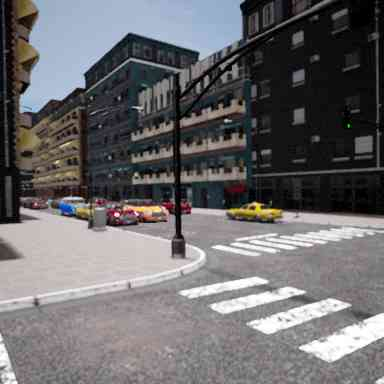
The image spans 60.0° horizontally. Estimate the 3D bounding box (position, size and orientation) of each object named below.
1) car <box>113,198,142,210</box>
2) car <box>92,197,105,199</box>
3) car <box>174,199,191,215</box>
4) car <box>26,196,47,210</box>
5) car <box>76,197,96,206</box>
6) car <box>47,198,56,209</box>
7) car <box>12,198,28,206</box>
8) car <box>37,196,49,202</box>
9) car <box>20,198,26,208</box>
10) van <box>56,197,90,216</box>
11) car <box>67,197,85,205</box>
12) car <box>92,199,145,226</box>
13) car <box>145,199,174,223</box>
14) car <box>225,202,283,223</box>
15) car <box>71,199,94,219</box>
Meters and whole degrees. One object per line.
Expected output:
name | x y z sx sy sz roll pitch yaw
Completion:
car | -8.289 1.529 42.594 2.008 1.369 4.403 -1 1 -36
car | -14.728 1.449 51.598 1.967 1.590 4.097 -1 1 -36
car | -1.855 1.388 33.588 1.967 1.590 4.097 -1 1 -36
car | -21.545 1.600 46.726 1.967 1.590 4.097 -1 1 -36
car | -17.944 1.591 56.101 1.947 1.339 4.313 -1 1 -36
car | -18.517 1.655 47.075 2.033 1.411 5.357 -1 1 -35
car | -31.197 1.754 60.234 1.887 1.381 4.507 -1 1 -36
car | -37.253 1.675 83.116 1.887 1.381 4.507 -1 1 -36
car | -24.760 1.742 51.229 1.947 1.339 4.313 -1 1 -36
van | -11.892 1.455 33.218 1.690 1.788 3.998 -1 1 -36
car | -21.162 1.593 60.604 2.008 1.369 4.403 -1 1 -36
car | -5.454 1.525 24.215 1.967 1.590 4.097 -1 1 -36
car | -3.700 1.391 26.214 2.097 1.767 4.553 -1 1 -36
car | 4.484 1.446 24.723 1.752 1.417 4.829 -1 1 -36
car | -8.571 1.624 28.579 1.752 1.417 4.829 -1 1 -36
